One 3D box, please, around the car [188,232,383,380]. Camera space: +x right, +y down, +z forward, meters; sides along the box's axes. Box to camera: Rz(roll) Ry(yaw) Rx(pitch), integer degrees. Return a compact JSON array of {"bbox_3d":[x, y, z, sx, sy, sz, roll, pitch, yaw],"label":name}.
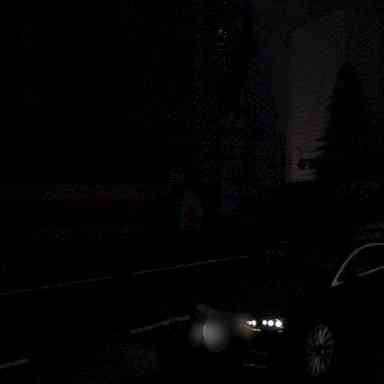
[{"bbox_3d":[2.206,1.492,5.559,4.902,1.511,2.128,0,0,-35],"label":"car"}]
